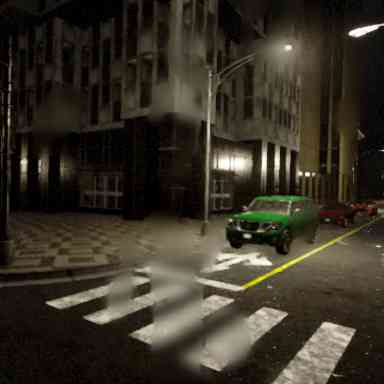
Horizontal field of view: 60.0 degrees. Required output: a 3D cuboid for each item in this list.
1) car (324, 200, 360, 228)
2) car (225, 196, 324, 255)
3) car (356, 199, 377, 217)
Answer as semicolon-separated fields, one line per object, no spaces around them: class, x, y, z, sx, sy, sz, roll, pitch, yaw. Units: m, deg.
car;9.978;1.505;23.001;1.882;1.535;5.008;2;1;35
car;3.495;1.187;13.756;2.150;2.045;5.566;2;1;35
car;16.949;1.447;32.908;2.097;1.767;4.553;2;0;35
